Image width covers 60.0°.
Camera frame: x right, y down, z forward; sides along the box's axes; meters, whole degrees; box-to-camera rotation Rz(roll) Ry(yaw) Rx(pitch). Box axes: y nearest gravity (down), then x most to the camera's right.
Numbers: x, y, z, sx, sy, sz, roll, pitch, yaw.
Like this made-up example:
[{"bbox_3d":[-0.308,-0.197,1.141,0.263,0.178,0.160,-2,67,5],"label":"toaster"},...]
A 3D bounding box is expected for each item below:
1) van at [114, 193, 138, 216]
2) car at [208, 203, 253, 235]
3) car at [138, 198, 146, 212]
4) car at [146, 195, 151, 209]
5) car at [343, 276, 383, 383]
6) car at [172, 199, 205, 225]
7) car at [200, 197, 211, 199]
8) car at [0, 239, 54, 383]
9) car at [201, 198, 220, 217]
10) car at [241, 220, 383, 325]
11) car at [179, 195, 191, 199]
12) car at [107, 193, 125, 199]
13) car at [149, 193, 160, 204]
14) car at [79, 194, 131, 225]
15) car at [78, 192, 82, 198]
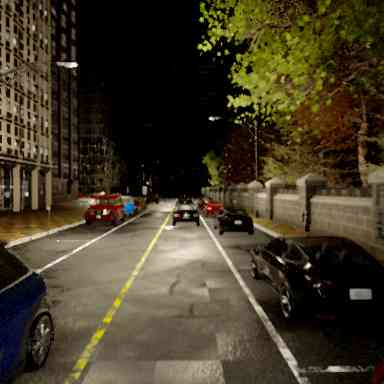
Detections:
[{"bbox_3d":[-6.110,1.258,29.060,1.690,1.788,3.998,0,0,-1],"label":"van"},{"bbox_3d":[2.174,1.488,18.060,1.947,1.339,4.313,0,0,-1],"label":"car"},{"bbox_3d":[-6.239,1.477,34.601,1.802,1.307,4.206,0,0,-1],"label":"car"},{"bbox_3d":[-6.364,1.398,39.969,1.752,1.417,4.829,0,0,-1],"label":"car"},{"bbox_3d":[2.562,1.565,1.415,1.802,1.307,4.206,0,0,-1],"label":"car"},{"bbox_3d":[-0.414,1.462,23.051,2.033,1.411,5.357,0,0,-1],"label":"car"},{"bbox_3d":[1.656,1.276,40.253,1.967,1.590,4.097,0,0,-1],"label":"car"},{"bbox_3d":[-2.881,1.354,2.571,2.097,1.767,4.553,0,0,-1],"label":"car"},{"bbox_3d":[1.916,1.462,29.157,1.802,1.307,4.206,0,0,-1],"label":"car"},{"bbox_3d":[2.432,1.529,6.963,1.947,1.339,4.313,0,0,-1],"label":"car"},{"bbox_3d":[-0.842,1.197,40.735,2.097,1.767,4.553,0,0,-1],"label":"car"},{"bbox_3d":[-19.588,0.988,85.690,4.097,1.590,1.967,0,0,0],"label":"car"},{"bbox_3d":[-6.611,1.120,56.759,2.192,1.841,5.009,0,0,-1],"label":"car"},{"bbox_3d":[-5.982,1.253,23.521,2.192,1.841,5.009,0,0,-1],"label":"car"},{"bbox_3d":[-30.642,0.781,85.657,5.009,1.841,2.192,0,0,0],"label":"car"}]
